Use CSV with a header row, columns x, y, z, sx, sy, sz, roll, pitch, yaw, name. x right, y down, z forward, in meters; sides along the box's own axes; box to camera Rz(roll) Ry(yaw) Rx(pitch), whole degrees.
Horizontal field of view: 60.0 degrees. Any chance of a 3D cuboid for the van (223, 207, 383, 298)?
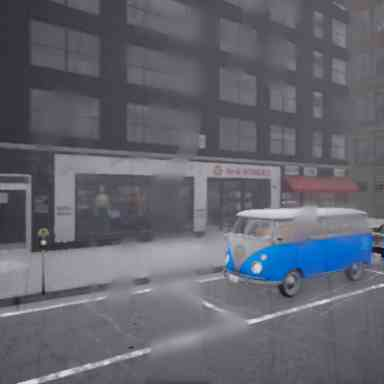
x,y,z,sx,sy,sz,roll,pitch,yaw,name
2.648,1.289,8.074,3.998,1.788,1.690,0,0,-32,van
